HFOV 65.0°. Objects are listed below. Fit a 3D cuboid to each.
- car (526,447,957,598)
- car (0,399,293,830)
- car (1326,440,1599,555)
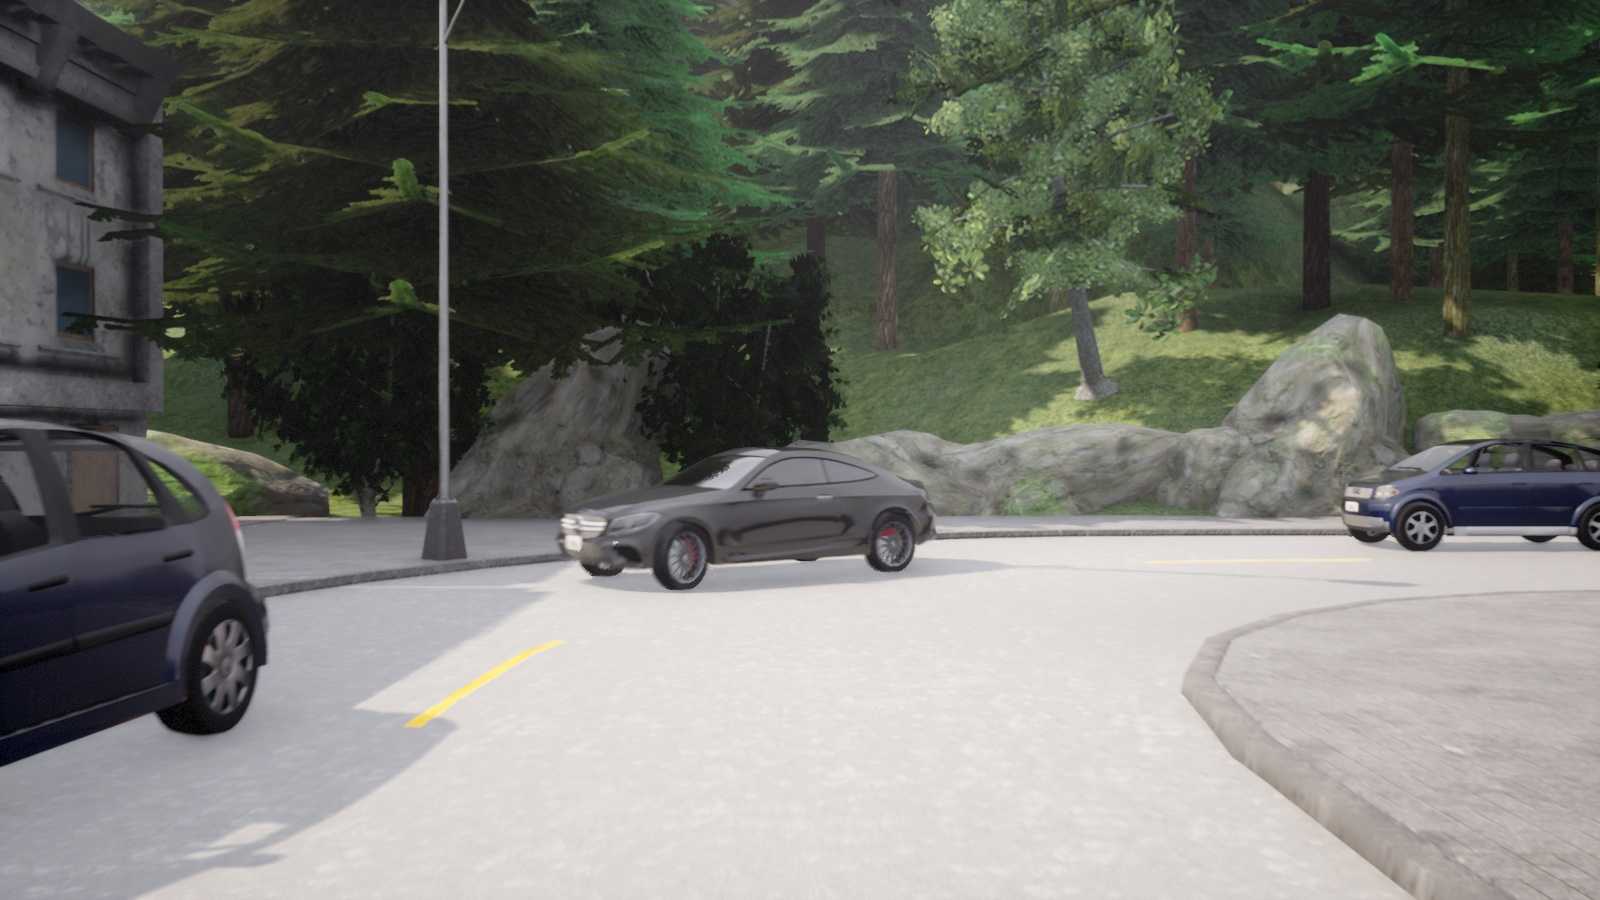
[{"bbox_3d":[-0.534,0.694,14.194,4.674,1.442,1.812,0,0,-38],"label":"car"},{"bbox_3d":[-3.899,0.613,5.064,1.851,1.617,3.988,0,0,5],"label":"car"},{"bbox_3d":[9.700,0.633,17.819,3.705,1.549,1.789,0,0,0],"label":"car"}]
